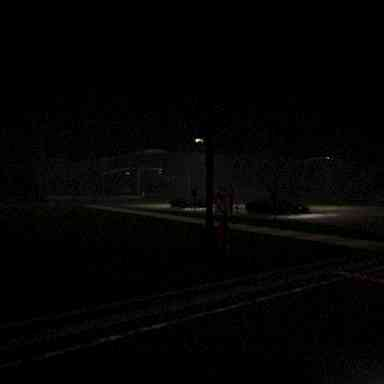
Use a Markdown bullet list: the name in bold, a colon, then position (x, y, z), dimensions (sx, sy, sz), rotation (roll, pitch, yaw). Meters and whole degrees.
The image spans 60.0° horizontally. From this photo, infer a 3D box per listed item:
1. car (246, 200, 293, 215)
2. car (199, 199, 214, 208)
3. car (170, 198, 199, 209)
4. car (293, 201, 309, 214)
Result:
- **car**: position (8.012, 1.632, 35.927), dimensions (1.882, 1.535, 5.008), rotation (0, 0, -35)
- **car**: position (1.409, 1.808, 51.674), dimensions (1.895, 1.301, 4.718), rotation (0, 0, -35)
- **car**: position (-1.477, 1.697, 49.694), dimensions (1.837, 1.490, 4.892), rotation (0, 0, -35)
- **car**: position (11.032, 1.700, 37.738), dimensions (1.812, 1.442, 4.674), rotation (0, 0, -35)
